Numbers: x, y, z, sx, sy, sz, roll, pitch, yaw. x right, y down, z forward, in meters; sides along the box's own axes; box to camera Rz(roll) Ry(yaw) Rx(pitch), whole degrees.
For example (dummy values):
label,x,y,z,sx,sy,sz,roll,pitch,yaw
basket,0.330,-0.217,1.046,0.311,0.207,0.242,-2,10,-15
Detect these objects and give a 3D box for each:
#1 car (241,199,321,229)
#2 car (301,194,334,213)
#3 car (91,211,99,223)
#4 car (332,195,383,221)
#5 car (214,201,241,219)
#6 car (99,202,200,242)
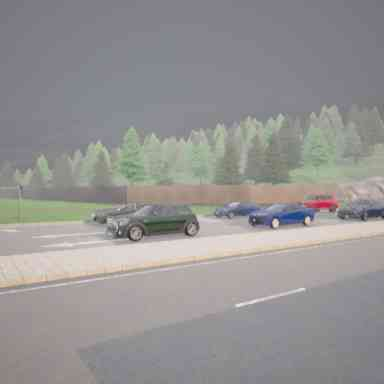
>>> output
label,x,y,z,sx,sy,sz,roll,pitch,yaw
car,5.871,1.469,21.726,5.008,1.535,1.882,0,0,-34
car,12.933,1.205,34.844,5.566,2.045,2.150,0,0,-33
car,-4.507,1.486,23.207,4.902,1.511,2.128,0,0,-34
car,13.899,1.339,27.080,4.553,1.767,2.097,0,0,-34
car,4.061,1.516,28.930,4.674,1.442,1.812,0,0,-33
car,-1.905,1.348,16.534,4.553,1.767,2.097,0,0,-34
